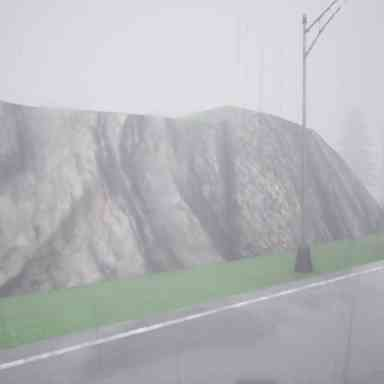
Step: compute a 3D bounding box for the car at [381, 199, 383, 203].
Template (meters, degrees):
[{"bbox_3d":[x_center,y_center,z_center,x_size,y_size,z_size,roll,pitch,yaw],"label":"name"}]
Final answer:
[{"bbox_3d":[42.581,1.885,71.507,5.008,1.535,1.882,0,0,-36],"label":"car"}]
